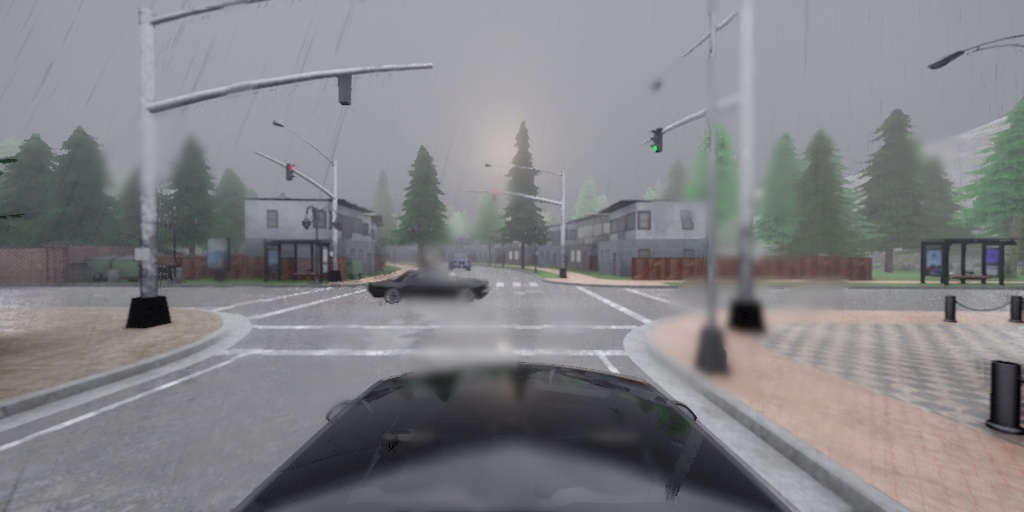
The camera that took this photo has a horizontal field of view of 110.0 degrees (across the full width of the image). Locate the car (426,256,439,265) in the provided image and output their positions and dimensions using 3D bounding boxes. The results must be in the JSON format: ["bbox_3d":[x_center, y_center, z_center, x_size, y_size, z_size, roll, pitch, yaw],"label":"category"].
[{"bbox_3d":[-13.855,0.790,60.215,1.882,1.535,5.008,0,0,-30],"label":"car"}]

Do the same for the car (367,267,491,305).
[{"bbox_3d":[-3.237,1.247,14.701,4.718,1.301,1.895,0,0,2],"label":"car"}]

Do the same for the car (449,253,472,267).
[{"bbox_3d":[-5.898,0.669,40.563,2.150,2.045,5.566,0,0,-13],"label":"car"}]
